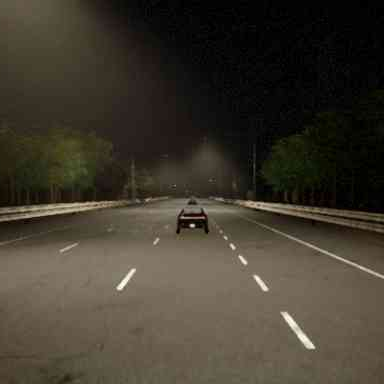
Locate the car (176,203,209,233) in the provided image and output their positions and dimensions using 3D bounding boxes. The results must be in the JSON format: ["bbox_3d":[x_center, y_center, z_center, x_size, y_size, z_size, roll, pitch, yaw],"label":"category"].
[{"bbox_3d":[0.031,1.682,21.099,2.128,1.511,4.902,0,0,0],"label":"car"}]

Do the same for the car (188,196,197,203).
[{"bbox_3d":[0.126,2.370,80.233,1.994,1.385,4.181,0,-1,0],"label":"car"}]
